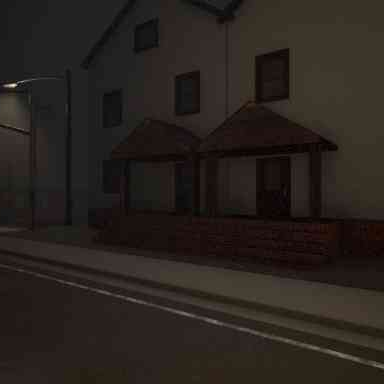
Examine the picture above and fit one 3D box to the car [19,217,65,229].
[{"bbox_3d":[-13.893,3.022,31.919,1.895,1.301,4.718,0,-9,36],"label":"car"}]
